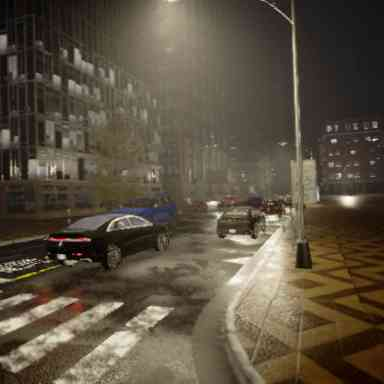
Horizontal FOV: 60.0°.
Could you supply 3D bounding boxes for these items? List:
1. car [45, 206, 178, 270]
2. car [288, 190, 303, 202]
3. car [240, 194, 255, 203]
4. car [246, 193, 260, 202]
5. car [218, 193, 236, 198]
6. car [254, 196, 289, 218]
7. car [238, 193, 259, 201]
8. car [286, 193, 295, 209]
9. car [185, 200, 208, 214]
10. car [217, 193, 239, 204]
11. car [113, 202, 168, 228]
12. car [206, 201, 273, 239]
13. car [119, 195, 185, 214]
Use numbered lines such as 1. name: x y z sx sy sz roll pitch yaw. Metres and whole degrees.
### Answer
1. car: -2.488 1.464 11.010 2.128 1.511 4.902 -3 0 23
2. car: 17.941 0.663 57.528 2.192 1.841 5.009 -1 0 20
3. car: 10.040 1.153 60.296 1.752 1.417 4.829 -1 0 20
4. car: 12.038 1.009 65.665 1.967 1.590 4.097 -1 0 20
5. car: 9.711 0.961 92.571 4.507 1.381 1.887 -1 -1 20
6. car: 6.308 1.276 26.271 1.802 1.307 4.206 -1 0 20
7. car: 6.534 1.179 34.329 1.882 1.535 5.008 -2 0 20
8. car: 10.187 1.123 36.691 1.887 1.381 4.507 -1 0 20
9. car: 0.399 1.497 34.407 1.802 1.307 4.206 -1 0 20
10. car: 4.232 1.139 37.262 2.097 1.767 4.553 -2 0 21
11. car: -3.541 1.558 23.828 1.752 1.417 4.829 -1 0 20
12. car: 2.427 1.361 15.852 2.008 1.369 4.403 -1 0 20
13. car: -2.639 1.214 18.870 2.150 2.045 5.566 -2 0 20
